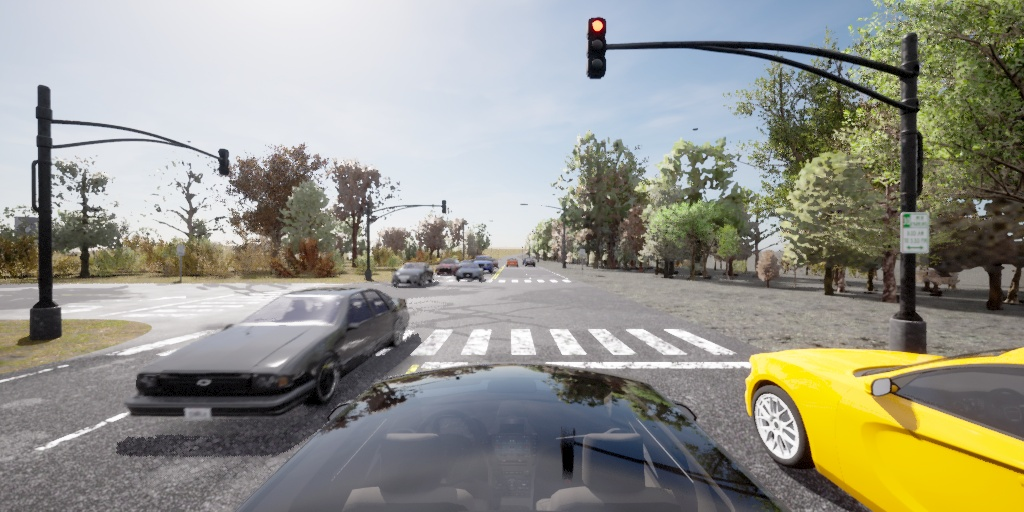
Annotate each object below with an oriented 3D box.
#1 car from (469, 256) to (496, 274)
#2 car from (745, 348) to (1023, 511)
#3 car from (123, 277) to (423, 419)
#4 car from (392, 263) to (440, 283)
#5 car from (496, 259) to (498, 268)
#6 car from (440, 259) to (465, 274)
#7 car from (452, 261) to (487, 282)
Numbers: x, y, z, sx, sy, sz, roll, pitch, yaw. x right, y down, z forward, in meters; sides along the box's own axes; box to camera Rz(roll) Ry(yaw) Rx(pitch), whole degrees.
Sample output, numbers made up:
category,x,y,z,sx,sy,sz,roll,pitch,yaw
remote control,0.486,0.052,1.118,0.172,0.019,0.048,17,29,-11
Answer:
category,x,y,z,sx,sy,sz,roll,pitch,yaw
car,-3.348,0.967,41.893,2.150,2.045,5.566,0,0,0
car,3.363,1.195,1.716,1.882,1.535,5.008,0,1,0
car,-3.356,1.301,6.489,2.033,1.411,5.357,0,0,0
car,-6.592,1.204,24.276,2.128,1.511,4.902,0,0,0
car,-3.332,1.097,58.900,2.097,1.767,4.553,0,0,0
car,-6.598,1.098,37.765,2.097,1.767,4.553,0,0,0
car,-3.347,1.309,29.030,1.994,1.385,4.181,0,0,0
